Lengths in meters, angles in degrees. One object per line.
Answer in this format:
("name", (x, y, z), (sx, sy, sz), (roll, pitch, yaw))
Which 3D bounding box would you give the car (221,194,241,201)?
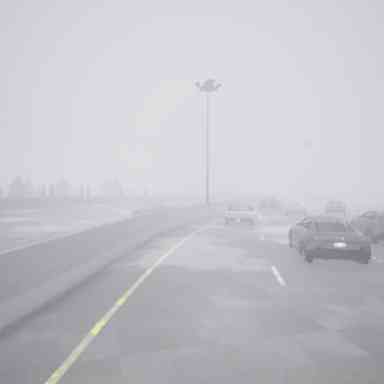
("car", (6.550, 1.175, 55.955), (2.097, 1.767, 4.553), (0, 0, 30))

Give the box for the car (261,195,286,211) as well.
("car", (9.376, 1.245, 38.988), (2.097, 1.767, 4.553), (0, 0, 25))

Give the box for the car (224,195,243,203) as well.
("car", (8.099, 1.324, 64.494), (1.812, 1.442, 4.674), (0, 0, 31))

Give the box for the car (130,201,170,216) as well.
("car", (-3.153, 1.421, 26.134), (1.812, 1.442, 4.674), (0, 0, 16))

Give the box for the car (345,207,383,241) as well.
("car", (8.865, 1.540, 15.524), (1.994, 1.385, 4.181), (0, 0, 11))

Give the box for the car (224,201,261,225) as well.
("car", (3.536, 1.530, 23.485), (1.895, 1.301, 4.718), (0, 0, 15))

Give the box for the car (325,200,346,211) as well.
("car", (14.085, 1.481, 32.679), (2.033, 1.411, 5.357), (0, 0, 23))

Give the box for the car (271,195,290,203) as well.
("car", (17.067, 1.361, 64.096), (1.812, 1.442, 4.674), (0, 0, 40))

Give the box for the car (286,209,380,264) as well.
("car", (4.699, 1.538, 11.881), (1.994, 1.385, 4.181), (0, 0, 8))

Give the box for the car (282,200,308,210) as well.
("car", (10.080, 1.448, 31.988), (1.812, 1.442, 4.674), (0, 0, 21))
